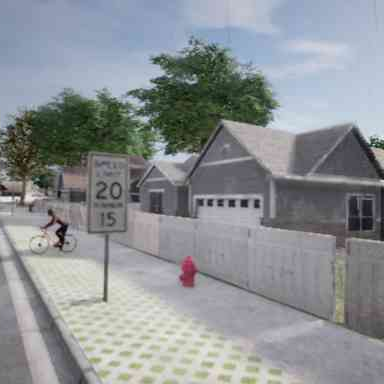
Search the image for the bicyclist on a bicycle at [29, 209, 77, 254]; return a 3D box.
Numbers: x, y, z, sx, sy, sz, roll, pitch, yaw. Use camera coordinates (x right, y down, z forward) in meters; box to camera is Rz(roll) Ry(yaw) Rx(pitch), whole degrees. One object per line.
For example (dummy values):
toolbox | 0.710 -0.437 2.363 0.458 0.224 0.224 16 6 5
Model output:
bicyclist on a bicycle | -5.063 1.455 12.228 1.656 1.620 0.582 2 -1 -32
